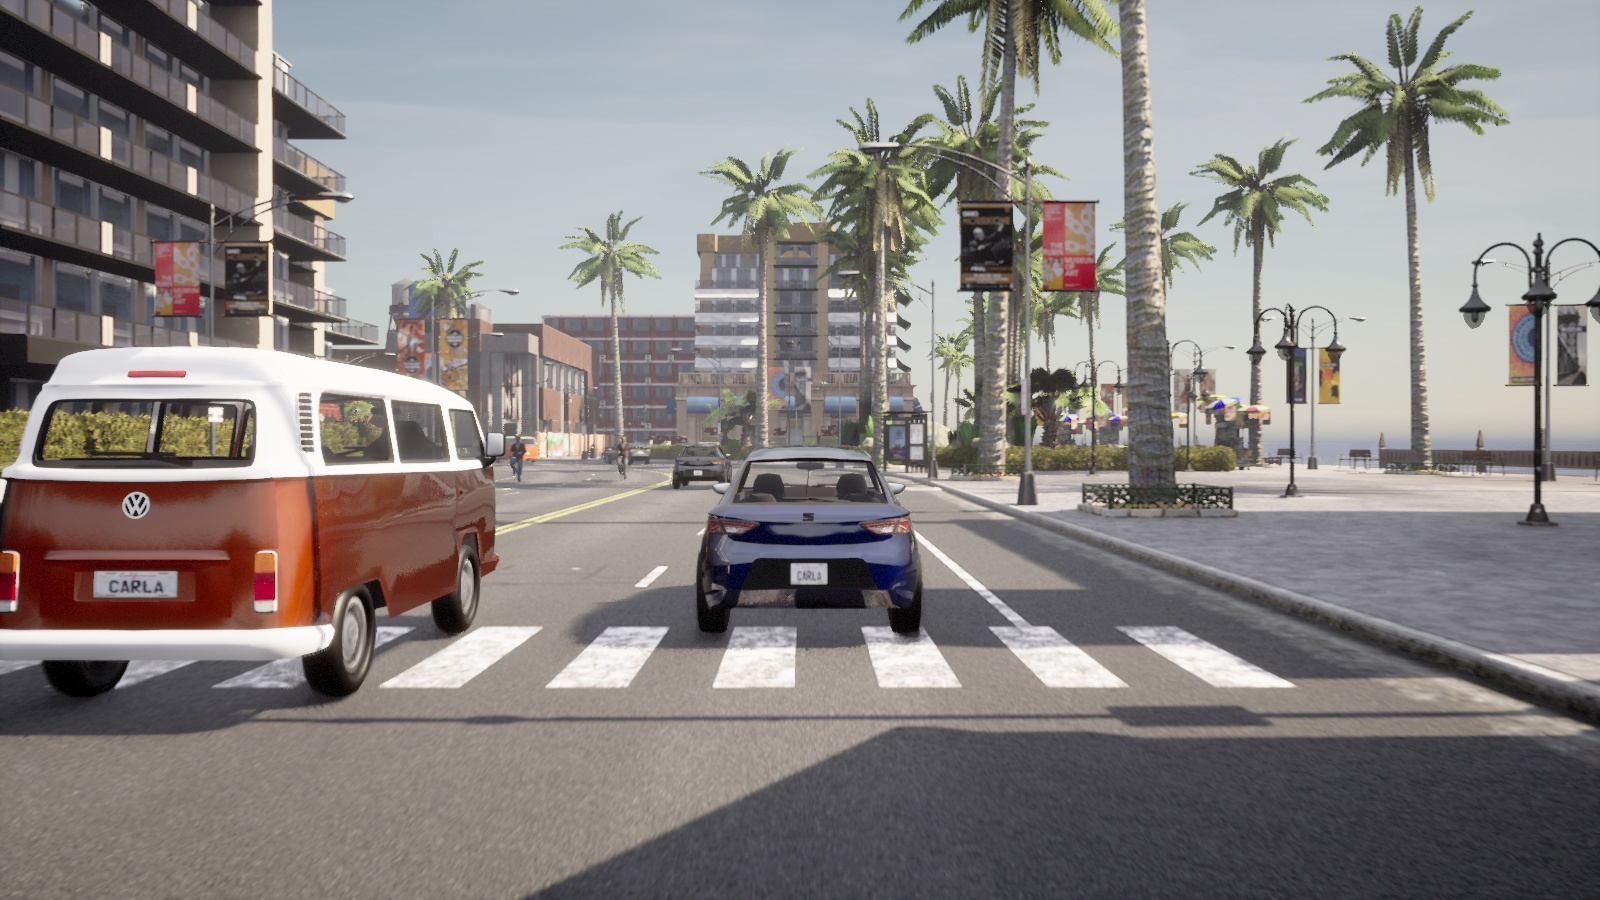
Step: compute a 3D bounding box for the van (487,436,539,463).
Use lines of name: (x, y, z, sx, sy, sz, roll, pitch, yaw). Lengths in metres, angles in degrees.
van: (-21.463, -0.047, 93.824, 1.775, 1.987, 4.442, 0, 0, -44)

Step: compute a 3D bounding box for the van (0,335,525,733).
van: (-3.435, 0.418, 8.676, 2.069, 2.038, 4.480, 0, 0, 0)

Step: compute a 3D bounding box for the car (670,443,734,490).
car: (-3.244, 0.519, 42.230, 1.816, 1.474, 4.193, 0, 0, 0)

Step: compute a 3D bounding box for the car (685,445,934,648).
car: (0.080, 0.697, 11.258, 1.816, 1.474, 4.193, 0, 0, 0)

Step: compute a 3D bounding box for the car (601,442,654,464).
car: (-12.100, 0.189, 87.732, 2.007, 1.525, 4.514, 0, 0, -32)
